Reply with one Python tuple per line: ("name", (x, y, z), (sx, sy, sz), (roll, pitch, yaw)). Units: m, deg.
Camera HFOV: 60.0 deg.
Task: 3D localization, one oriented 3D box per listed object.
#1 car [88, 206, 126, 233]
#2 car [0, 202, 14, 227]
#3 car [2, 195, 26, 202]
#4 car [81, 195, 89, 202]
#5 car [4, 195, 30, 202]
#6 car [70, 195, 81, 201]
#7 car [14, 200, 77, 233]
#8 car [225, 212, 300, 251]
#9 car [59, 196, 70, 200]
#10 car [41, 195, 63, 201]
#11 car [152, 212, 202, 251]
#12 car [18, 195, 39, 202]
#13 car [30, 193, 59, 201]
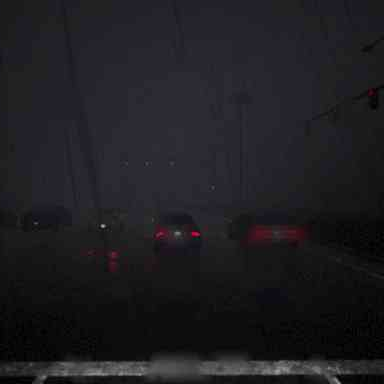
("car", (-4.942, 1.536, 19.636), (1.812, 1.442, 4.674), (0, 0, -8))
("car", (-12.007, 1.544, 19.641), (1.812, 1.442, 4.674), (0, 0, -8))
("car", (-40.068, 1.487, 74.707), (5.008, 1.535, 1.882), (0, 0, 19))
("car", (-26.662, 1.406, 79.390), (4.553, 1.767, 2.097), (0, 0, 33))
("car", (-35.850, 1.413, 68.650), (4.553, 1.767, 2.097), (0, 0, 29))
("car", (-28.227, 1.604, 76.211), (4.181, 1.385, 1.994), (0, 0, 33))
("car", (-8.504, 1.492, 19.837), (1.882, 1.535, 5.008), (0, 0, -8))
("car", (2.775, 1.548, 14.226), (2.033, 1.411, 5.357), (0, 0, -5))
("car", (-29.526, 1.647, 72.870), (4.718, 1.301, 1.895), (0, 0, 33))
("car", (-35.428, 1.521, 84.148), (5.357, 1.411, 2.033), (0, 0, 22))
("car", (-0.731, 1.552, 14.219), (2.033, 1.411, 5.357), (0, 0, -6))
("car", (-38.265, 1.523, 77.749), (4.674, 1.442, 1.812), (0, 0, 22))
("car", (-30.825, 1.278, 69.495), (5.566, 2.045, 2.150), (0, 0, 36))
